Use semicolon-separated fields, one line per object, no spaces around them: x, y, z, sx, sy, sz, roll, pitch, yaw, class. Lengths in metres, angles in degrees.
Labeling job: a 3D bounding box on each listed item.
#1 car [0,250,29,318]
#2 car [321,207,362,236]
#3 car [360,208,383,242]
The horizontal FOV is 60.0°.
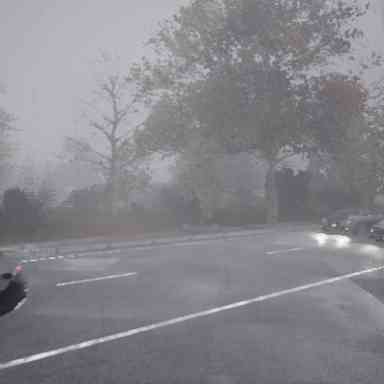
-5.000;1.486;4.618;4.902;1.511;2.128;0;0;-35;car
9.142;1.562;18.636;4.181;1.385;1.994;0;0;-33;car
10.249;1.548;15.192;5.357;1.411;2.033;0;0;-34;car
